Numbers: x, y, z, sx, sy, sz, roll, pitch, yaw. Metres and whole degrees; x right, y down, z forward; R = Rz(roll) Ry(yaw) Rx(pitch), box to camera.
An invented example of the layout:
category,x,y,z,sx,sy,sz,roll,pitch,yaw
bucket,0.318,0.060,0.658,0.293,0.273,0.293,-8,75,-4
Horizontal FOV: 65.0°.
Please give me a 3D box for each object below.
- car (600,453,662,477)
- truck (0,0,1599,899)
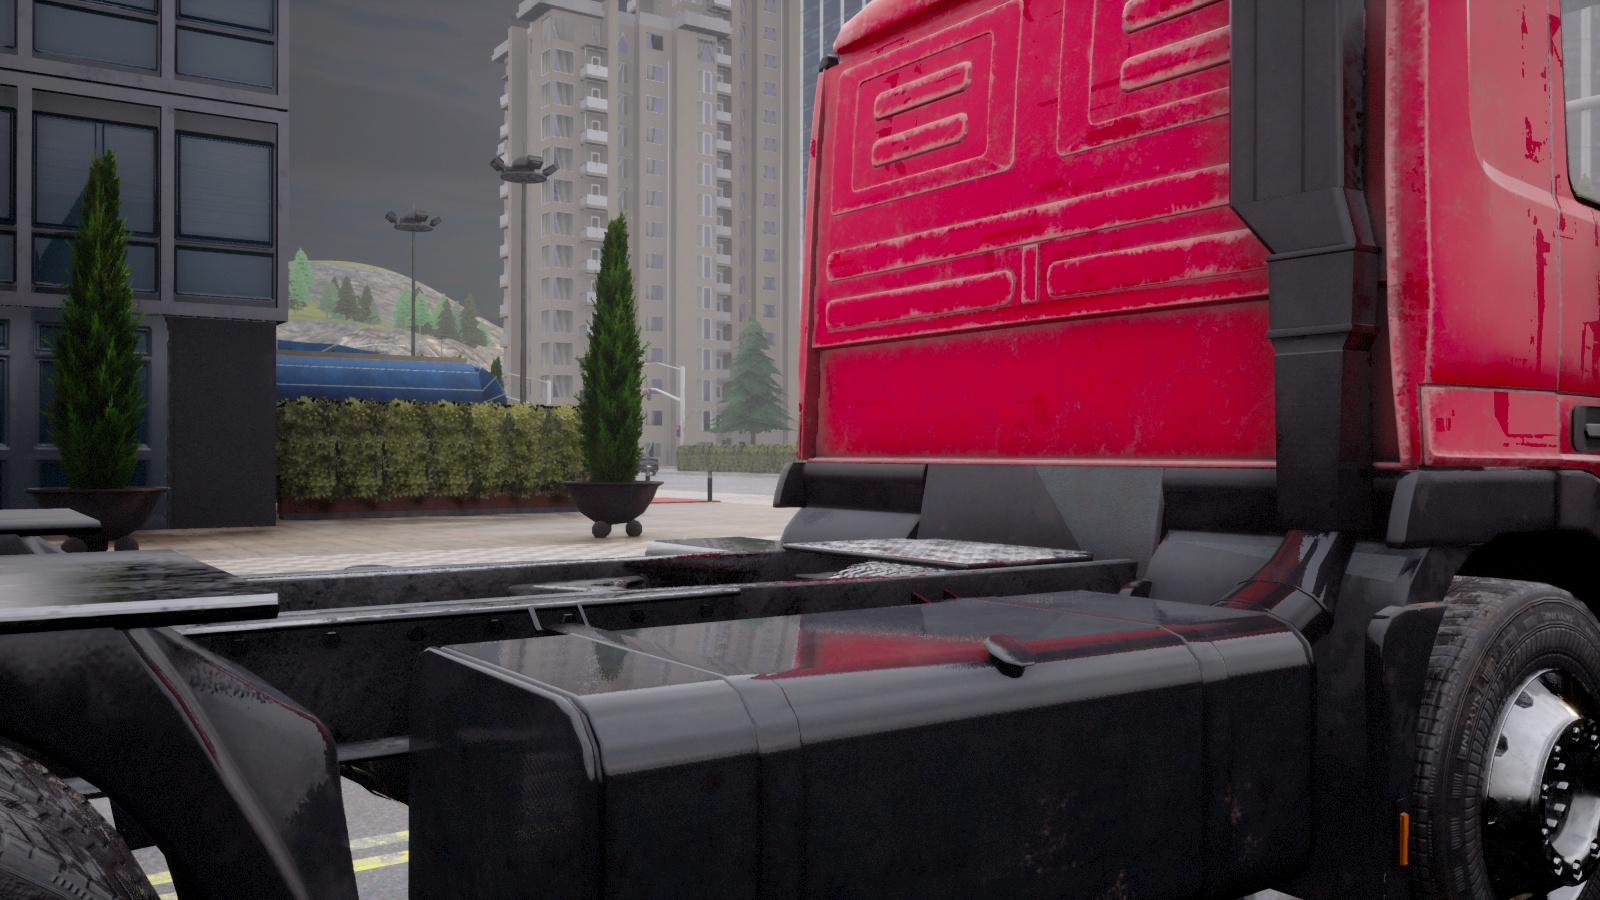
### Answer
category,x,y,z,sx,sy,sz,roll,pitch,yaw
car,-10.938,0.944,81.071,1.882,1.535,5.008,0,0,-35
truck,-0.663,-0.228,3.201,7.936,3.462,2.891,0,0,-35
